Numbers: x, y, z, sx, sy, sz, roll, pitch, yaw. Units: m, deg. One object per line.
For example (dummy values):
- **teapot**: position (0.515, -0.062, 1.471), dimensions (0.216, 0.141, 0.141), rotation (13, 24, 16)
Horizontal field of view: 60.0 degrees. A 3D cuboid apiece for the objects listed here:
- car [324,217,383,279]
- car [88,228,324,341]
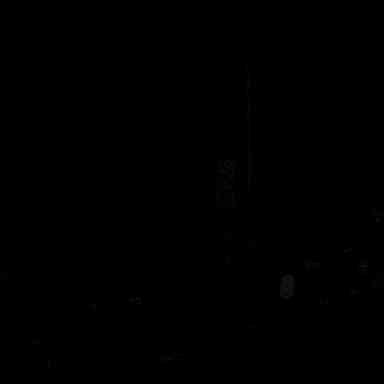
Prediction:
- **car**: position (4.804, 1.430, 9.618), dimensions (4.313, 1.339, 1.947), rotation (-1, 1, -36)
- **car**: position (0.319, 1.489, 6.417), dimensions (4.507, 1.381, 1.887), rotation (-1, 1, -36)
